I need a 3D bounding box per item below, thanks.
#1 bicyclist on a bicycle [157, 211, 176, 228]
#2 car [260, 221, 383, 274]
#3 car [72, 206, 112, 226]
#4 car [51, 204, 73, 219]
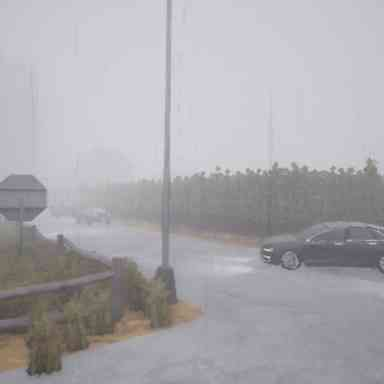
[{"bbox_3d":[-1.813,1.811,24.438,1.656,1.620,0.582,1,-1,-35],"label":"bicyclist on a bicycle"},{"bbox_3d":[4.789,1.779,11.202,4.892,1.490,1.837,-1,2,11],"label":"car"},{"bbox_3d":[-8.292,2.008,28.061,1.812,1.442,4.674,1,-1,-35],"label":"car"},{"bbox_3d":[-13.896,2.022,36.001,1.837,1.490,4.892,1,-1,-35],"label":"car"}]
